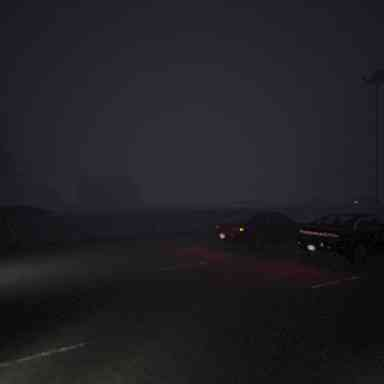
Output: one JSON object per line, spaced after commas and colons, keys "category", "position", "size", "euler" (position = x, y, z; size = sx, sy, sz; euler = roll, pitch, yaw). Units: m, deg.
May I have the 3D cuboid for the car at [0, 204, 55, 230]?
{"category": "car", "position": [-10.038, 1.458, 18.163], "size": [4.892, 1.490, 1.837], "euler": [0, 0, -34]}

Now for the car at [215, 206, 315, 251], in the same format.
{"category": "car", "position": [3.132, 1.500, 13.898], "size": [4.674, 1.442, 1.812], "euler": [0, 0, -31]}

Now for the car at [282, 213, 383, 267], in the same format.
{"category": "car", "position": [5.710, 1.473, 11.359], "size": [4.902, 1.511, 2.128], "euler": [0, 0, -31]}

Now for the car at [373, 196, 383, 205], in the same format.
{"category": "car", "position": [24.239, 1.469, 39.341], "size": [4.674, 1.442, 1.812], "euler": [0, 0, -19]}

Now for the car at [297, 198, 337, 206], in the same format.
{"category": "car", "position": [16.599, 1.474, 44.011], "size": [5.357, 1.411, 2.033], "euler": [0, 0, -21]}

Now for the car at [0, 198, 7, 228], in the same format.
{"category": "car", "position": [-13.734, 1.299, 19.845], "size": [4.553, 1.767, 2.097], "euler": [0, 0, -35]}

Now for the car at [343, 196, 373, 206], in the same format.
{"category": "car", "position": [21.468, 1.286, 42.040], "size": [4.553, 1.767, 2.097], "euler": [0, 0, -20]}
